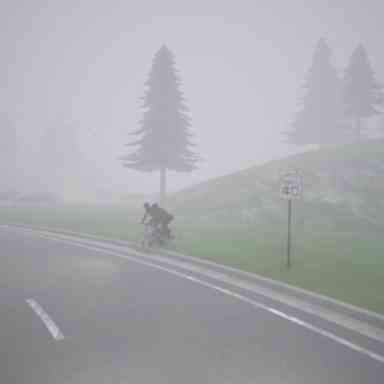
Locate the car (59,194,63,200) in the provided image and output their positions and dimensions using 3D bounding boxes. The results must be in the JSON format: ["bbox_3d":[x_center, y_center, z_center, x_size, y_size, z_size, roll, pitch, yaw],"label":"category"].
[{"bbox_3d":[-19.343,0.575,42.426,2.033,1.411,5.357,2,1,38],"label":"car"}]

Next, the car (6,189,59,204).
[{"bbox_3d":[-18.252,0.639,38.172,1.812,1.442,4.674,2,1,39],"label":"car"}]

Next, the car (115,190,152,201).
[{"bbox_3d":[-8.776,0.653,50.124,1.895,1.301,4.718,2,1,39],"label":"car"}]

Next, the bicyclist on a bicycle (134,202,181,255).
[{"bbox_3d":[-1.002,1.149,10.902,1.656,1.620,0.582,-11,9,-43],"label":"bicyclist on a bicycle"}]

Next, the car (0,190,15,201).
[{"bbox_3d":[-26.554,0.416,44.575,1.812,1.442,4.674,2,1,39],"label":"car"}]

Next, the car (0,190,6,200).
[{"bbox_3d":[-23.734,0.441,42.509,1.882,1.535,5.008,2,1,39],"label":"car"}]

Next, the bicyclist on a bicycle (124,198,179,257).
[{"bbox_3d":[-1.331,1.139,11.239,1.656,1.620,0.582,-12,9,-44],"label":"bicyclist on a bicycle"}]

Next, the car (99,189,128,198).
[{"bbox_3d":[-14.100,0.290,60.184,1.882,1.535,5.008,2,1,38],"label":"car"}]

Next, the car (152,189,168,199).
[{"bbox_3d":[-7.020,0.443,57.885,2.128,1.511,4.902,2,1,39],"label":"car"}]

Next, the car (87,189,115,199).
[{"bbox_3d":[-14.721,0.263,53.856,2.097,1.767,4.553,2,1,39],"label":"car"}]

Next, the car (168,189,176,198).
[{"bbox_3d":[-5.328,0.199,65.631,2.097,1.767,4.553,2,1,39],"label":"car"}]
